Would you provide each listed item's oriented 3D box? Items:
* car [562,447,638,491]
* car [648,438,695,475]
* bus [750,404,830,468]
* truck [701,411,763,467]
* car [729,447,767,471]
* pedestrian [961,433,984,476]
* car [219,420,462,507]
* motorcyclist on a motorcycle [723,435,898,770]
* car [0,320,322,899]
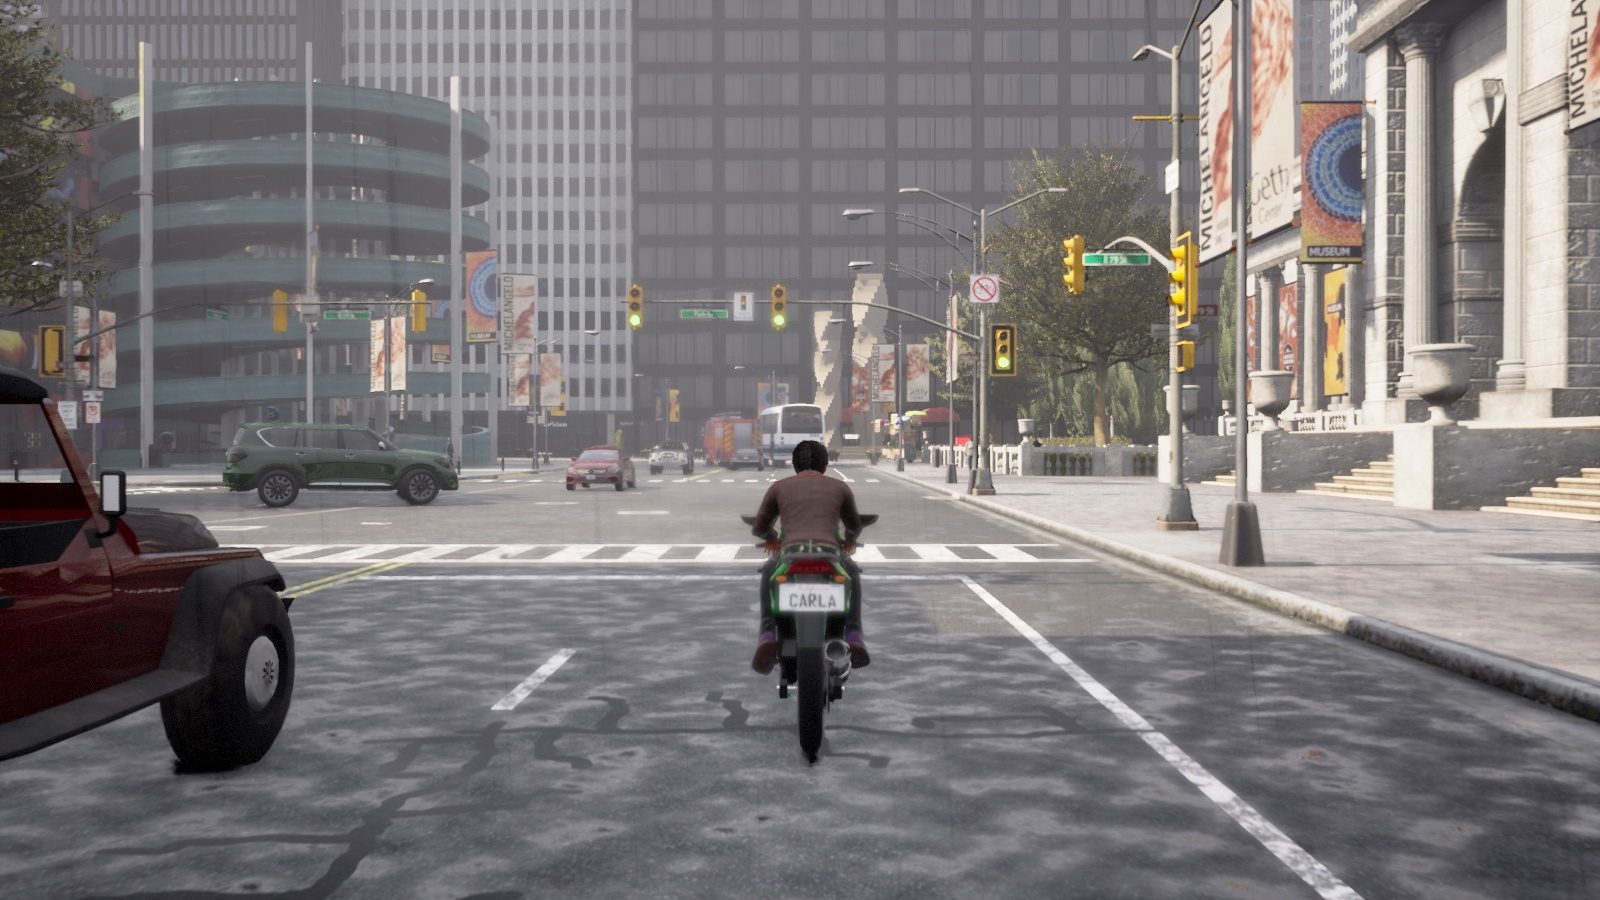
[{"bbox_3d":[-6.740,0.608,42.790,1.812,1.442,4.674,0,0,0],"label":"car"},{"bbox_3d":[-6.618,0.316,65.088,1.932,1.855,4.605,0,0,0],"label":"car"},{"bbox_3d":[-0.857,-0.960,88.593,3.944,4.253,10.273,0,0,-10],"label":"bus"},{"bbox_3d":[-4.973,-0.758,90.258,2.891,3.827,8.468,0,0,-14],"label":"truck"},{"bbox_3d":[-3.099,0.512,75.320,2.033,1.411,5.357,0,0,0],"label":"car"},{"bbox_3d":[7.562,0.205,55.059,0.874,1.855,0.900,0,0,1],"label":"pedestrian"},{"bbox_3d":[-11.515,0.333,31.593,5.566,2.045,2.150,1,0,-23],"label":"car"},{"bbox_3d":[0.054,0.703,6.745,0.797,1.523,2.044,0,0,0],"label":"motorcyclist on a motorcycle"},{"bbox_3d":[-3.458,0.524,4.622,1.905,1.878,3.866,0,0,0],"label":"car"}]
